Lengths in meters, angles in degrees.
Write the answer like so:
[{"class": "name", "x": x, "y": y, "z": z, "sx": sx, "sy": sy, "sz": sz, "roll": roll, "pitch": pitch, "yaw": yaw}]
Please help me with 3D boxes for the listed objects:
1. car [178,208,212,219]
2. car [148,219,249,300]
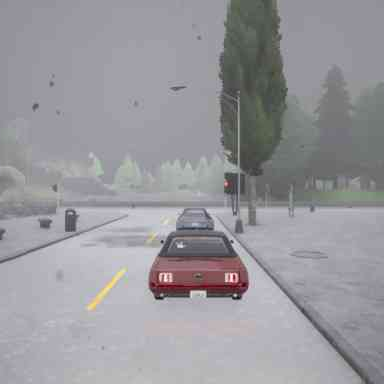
[{"class": "car", "x": 0.162, "y": 1.564, "z": 18.390, "sx": 1.994, "sy": 1.385, "sz": 4.181, "roll": 0, "pitch": 0, "yaw": 0}, {"class": "car", "x": 0.127, "y": 1.601, "z": 8.351, "sx": 1.895, "sy": 1.301, "sz": 4.718, "roll": 0, "pitch": 0, "yaw": 0}]
